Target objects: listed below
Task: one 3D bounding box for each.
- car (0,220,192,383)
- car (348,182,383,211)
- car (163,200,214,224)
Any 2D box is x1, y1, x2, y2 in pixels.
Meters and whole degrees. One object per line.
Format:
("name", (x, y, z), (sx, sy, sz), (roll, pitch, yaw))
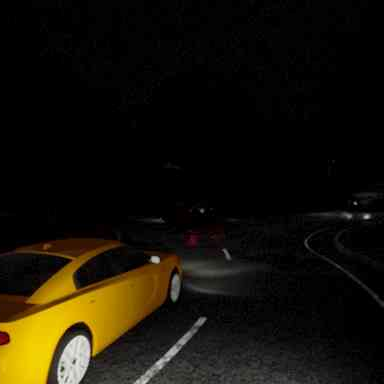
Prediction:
("car", (-1.722, 1.481, 5.367), (1.882, 1.535, 5.008), (0, 0, 19))
("car", (15.637, 0.285, 27.621), (5.566, 2.045, 2.150), (-6, 2, -21))
("car", (-0.361, 1.327, 23.374), (2.097, 1.767, 4.553), (-3, 0, -28))
